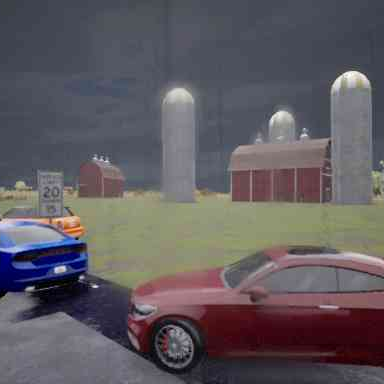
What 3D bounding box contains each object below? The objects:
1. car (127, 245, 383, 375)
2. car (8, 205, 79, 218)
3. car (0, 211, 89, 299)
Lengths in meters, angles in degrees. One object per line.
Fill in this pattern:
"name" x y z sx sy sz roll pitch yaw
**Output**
"car" 1.429 1.539 4.832 4.674 1.442 1.812 0 0 5
"car" -7.164 1.369 14.445 4.553 1.767 2.097 0 0 10
"car" -4.673 1.480 8.581 5.008 1.535 1.882 0 0 40
